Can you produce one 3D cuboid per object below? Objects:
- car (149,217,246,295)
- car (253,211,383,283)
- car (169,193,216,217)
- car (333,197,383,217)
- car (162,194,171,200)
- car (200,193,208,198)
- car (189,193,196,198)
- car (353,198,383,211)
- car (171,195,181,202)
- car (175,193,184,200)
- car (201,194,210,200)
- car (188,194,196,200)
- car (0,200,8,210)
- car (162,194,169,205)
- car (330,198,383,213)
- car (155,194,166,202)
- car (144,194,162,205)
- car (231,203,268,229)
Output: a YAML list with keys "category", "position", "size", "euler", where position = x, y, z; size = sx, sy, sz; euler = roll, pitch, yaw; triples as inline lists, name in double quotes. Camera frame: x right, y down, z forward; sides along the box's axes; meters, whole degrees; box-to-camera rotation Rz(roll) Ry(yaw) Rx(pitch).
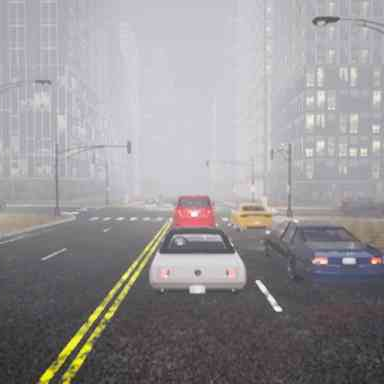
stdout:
- category: "car"
  position: [0.108, 1.565, 8.575]
  size: [1.895, 1.301, 4.718]
  euler: [0, 0, 0]
- category: "car"
  position: [3.361, 1.507, 9.603]
  size: [2.033, 1.411, 5.357]
  euler: [0, 0, 0]
- category: "car"
  position: [0.111, 1.143, 18.332]
  size: [2.150, 2.045, 5.566]
  euler: [0, 0, 0]
- category: "car"
  position: [16.219, 1.402, 31.014]
  size: [5.009, 1.841, 2.192]
  euler: [1, 1, 1]
- category: "car"
  position: [-6.456, 1.154, 83.811]
  size: [1.994, 1.385, 4.181]
  euler: [0, 0, 0]
- category: "car"
  position: [3.299, 0.920, 92.226]
  size: [1.812, 1.442, 4.674]
  euler: [0, 0, 0]
- category: "car"
  position: [0.049, 0.920, 92.229]
  size: [1.812, 1.442, 4.674]
  euler: [0, 0, 0]
- category: "car"
  position: [21.832, 1.494, 39.298]
  size: [4.829, 1.417, 1.752]
  euler: [1, 1, 1]
- category: "car"
  position: [-3.214, 1.284, 68.851]
  size: [1.895, 1.301, 4.718]
  euler: [0, 0, 0]
- category: "car"
  position: [-3.205, 1.127, 83.742]
  size: [2.128, 1.511, 4.902]
  euler: [0, 0, 0]
- category: "car"
  position: [3.295, 1.151, 81.810]
  size: [2.033, 1.411, 5.357]
  euler: [0, 0, 0]
- category: "car"
  position: [0.044, 1.134, 82.227]
  size: [1.812, 1.442, 4.674]
  euler: [0, 0, 0]
- category: "car"
  position: [-21.543, 1.047, 34.249]
  size: [4.553, 1.767, 2.097]
  euler: [1, 1, 1]
- category: "car"
  position: [-3.305, 1.323, 53.866]
  size: [1.994, 1.385, 4.181]
  euler: [0, 0, 0]
- category: "car"
  position: [18.195, 1.466, 36.764]
  size: [5.008, 1.535, 1.882]
  euler: [0, 1, 1]
- category: "car"
  position: [-6.463, 1.163, 68.941]
  size: [1.882, 1.535, 5.008]
  euler: [0, 0, 0]
- category: "car"
  position: [-6.554, 1.251, 53.982]
  size: [2.128, 1.511, 4.902]
  euler: [0, 0, 0]
- category: "car"
  position: [3.365, 1.395, 19.421]
  size: [1.882, 1.535, 5.008]
  euler: [0, 0, 1]
